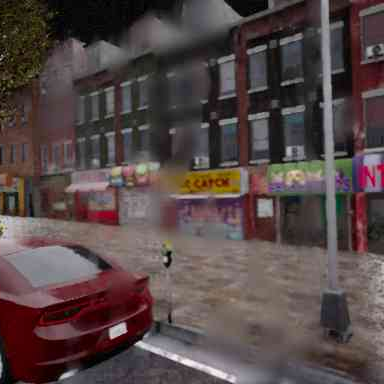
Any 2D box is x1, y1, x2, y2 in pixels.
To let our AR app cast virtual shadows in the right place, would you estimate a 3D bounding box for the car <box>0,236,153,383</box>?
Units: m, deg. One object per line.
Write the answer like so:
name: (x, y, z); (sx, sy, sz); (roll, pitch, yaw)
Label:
car: (-2.879, 1.456, 5.327); (5.008, 1.535, 1.882); (0, 0, 35)
